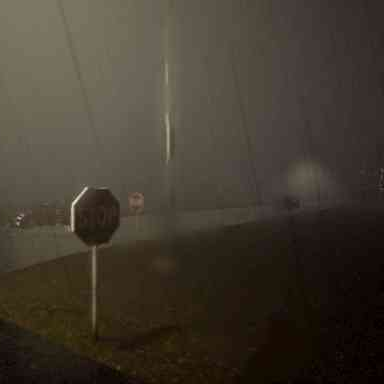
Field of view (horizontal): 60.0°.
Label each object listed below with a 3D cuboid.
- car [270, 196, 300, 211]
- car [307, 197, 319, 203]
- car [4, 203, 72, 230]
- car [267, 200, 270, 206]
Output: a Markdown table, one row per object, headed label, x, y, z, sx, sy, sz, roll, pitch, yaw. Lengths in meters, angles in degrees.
| label | x | y | z | sx | sy | sz | roll | pitch | yaw |
| --- | --- | --- | --- | --- | --- | --- | --- | --- | --- |
| car | 12.889 | 1.498 | 44.916 | 2.150 | 2.045 | 5.566 | 0 | 0 | 34 |
| car | 30.403 | 1.884 | 83.565 | 1.882 | 1.535 | 5.008 | 0 | 0 | 34 |
| car | -10.353 | 1.557 | 22.887 | 2.097 | 1.767 | 4.553 | 0 | 0 | 34 |
| car | 15.335 | 1.870 | 61.132 | 2.128 | 1.511 | 4.902 | 0 | 0 | 34 |
